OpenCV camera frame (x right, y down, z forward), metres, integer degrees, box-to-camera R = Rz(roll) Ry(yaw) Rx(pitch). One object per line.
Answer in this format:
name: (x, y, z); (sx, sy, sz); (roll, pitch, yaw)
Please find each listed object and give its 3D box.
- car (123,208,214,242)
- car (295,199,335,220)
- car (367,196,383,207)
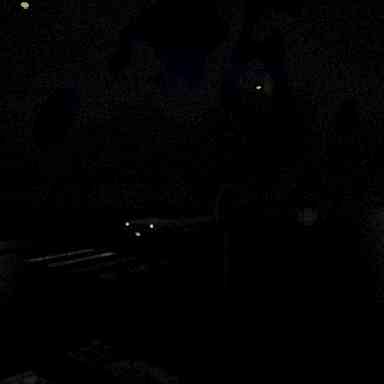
car: (-0.979, 1.469, 15.866); (1.895, 1.301, 4.718); (0, 0, 36)
car: (9.450, 1.426, 25.025); (1.895, 1.301, 4.718); (0, 0, 36)
car: (26.668, 1.382, 48.351); (1.812, 1.442, 4.674); (0, 0, 36)
